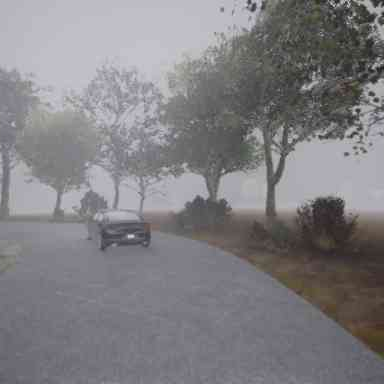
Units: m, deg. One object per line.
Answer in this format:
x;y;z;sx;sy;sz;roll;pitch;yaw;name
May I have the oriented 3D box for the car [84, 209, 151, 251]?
-3.320;1.459;14.274;1.882;1.535;5.008;1;0;-27;car
